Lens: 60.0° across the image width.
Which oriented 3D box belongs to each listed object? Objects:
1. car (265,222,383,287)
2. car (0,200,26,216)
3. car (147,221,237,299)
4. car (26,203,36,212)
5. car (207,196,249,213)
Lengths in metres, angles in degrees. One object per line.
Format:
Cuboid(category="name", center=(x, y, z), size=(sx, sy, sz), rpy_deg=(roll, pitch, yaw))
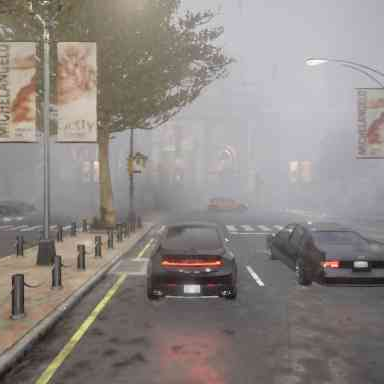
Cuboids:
Cuboid(category="car", center=(3.496, 1.547, 9.400), size=(2.033, 1.411, 5.357), rpy_deg=(0, 0, 0))
Cuboid(category="car", center=(-18.261, 1.546, 30.709), size=(5.357, 1.411, 2.033), rpy_deg=(0, 0, 25))
Cuboid(category="car", center=(-0.003, 1.505, 8.436), size=(1.837, 1.490, 4.892), rpy_deg=(0, 0, 0))
Cuboid(category="car", center=(-19.199, 1.564, 35.894), size=(4.181, 1.385, 1.994), rpy_deg=(0, 0, 0))
Cuboid(category="car", center=(3.864, 1.352, 35.986), size=(4.553, 1.767, 2.097), rpy_deg=(0, 0, 0))
